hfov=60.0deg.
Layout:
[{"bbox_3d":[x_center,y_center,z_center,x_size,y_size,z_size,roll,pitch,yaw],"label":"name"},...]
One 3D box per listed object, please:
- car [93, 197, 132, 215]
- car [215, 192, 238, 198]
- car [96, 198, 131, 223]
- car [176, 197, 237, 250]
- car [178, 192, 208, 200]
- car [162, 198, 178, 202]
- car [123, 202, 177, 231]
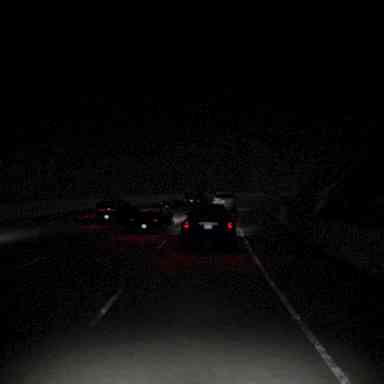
[{"bbox_3d":[-7.575,1.282,32.304,1.882,1.535,5.008,0,0,9],"label":"car"},{"bbox_3d":[3.505,1.015,34.656,2.150,2.045,5.566,0,0,11],"label":"car"},{"bbox_3d":[-5.267,1.358,24.076,1.837,1.490,4.892,0,0,7],"label":"car"},{"bbox_3d":[0.740,1.267,14.135,2.097,1.767,4.553,0,0,4],"label":"car"},{"bbox_3d":[0.445,1.000,37.130,2.150,2.045,5.566,0,0,11],"label":"car"},{"bbox_3d":[-2.391,1.357,40.632,1.895,1.301,4.718,0,0,12],"label":"car"},{"bbox_3d":[-2.277,1.483,19.546,1.895,1.301,4.718,0,0,6],"label":"car"}]
